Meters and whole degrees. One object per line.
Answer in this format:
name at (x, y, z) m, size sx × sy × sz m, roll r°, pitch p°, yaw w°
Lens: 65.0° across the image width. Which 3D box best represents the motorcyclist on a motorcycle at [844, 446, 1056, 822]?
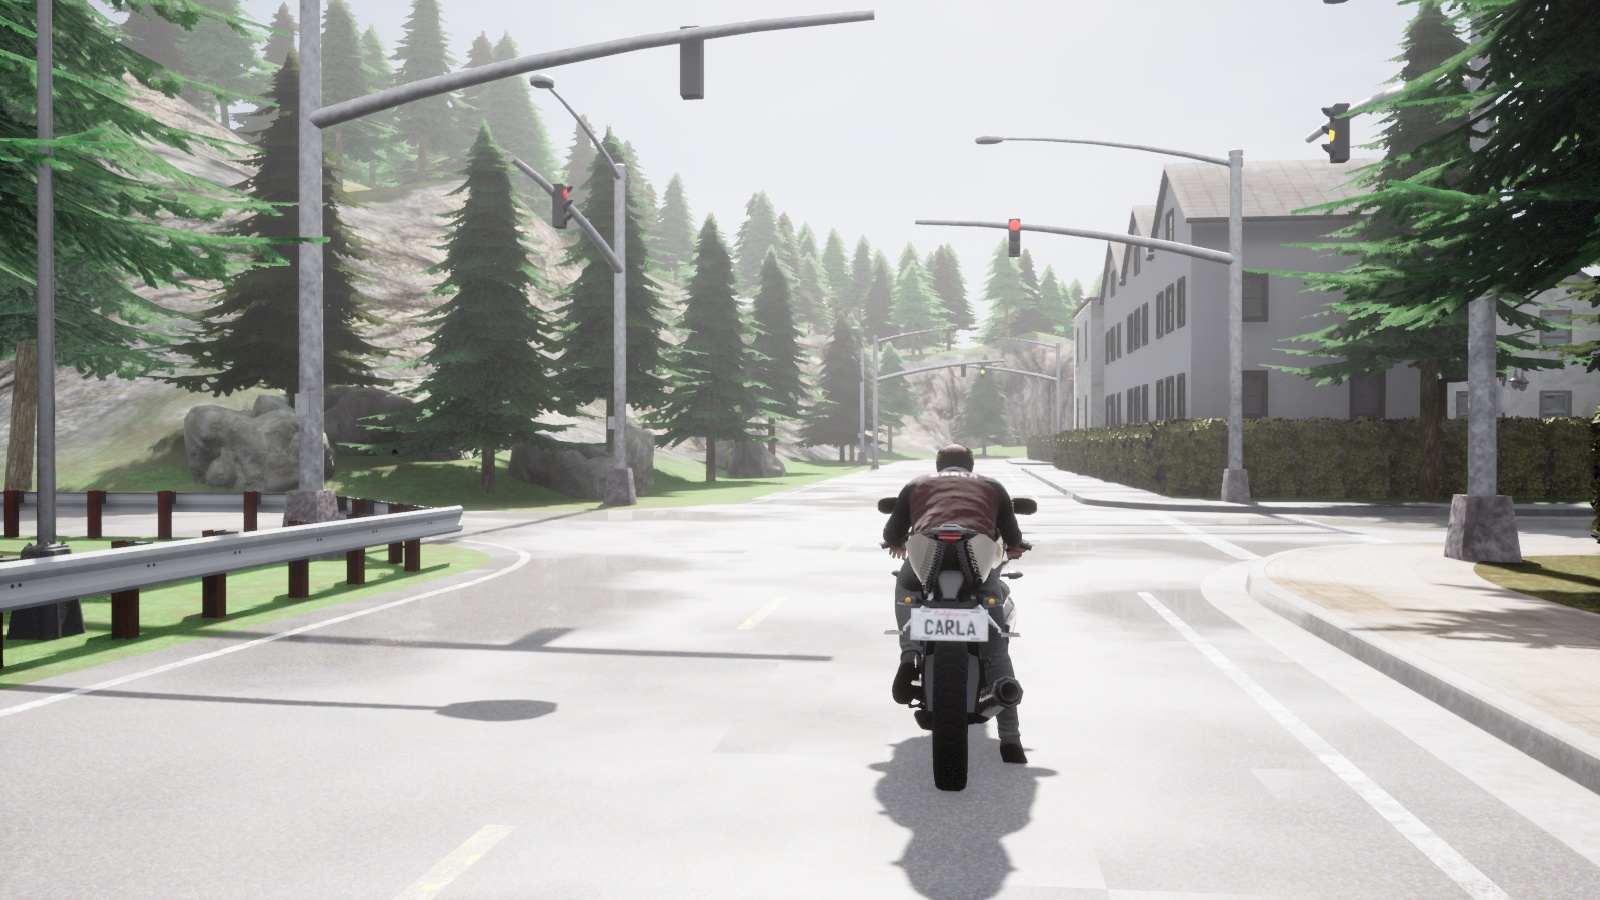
motorcyclist on a motorcycle at (0.770, 0.747, 6.268) m, size 0.866 × 1.530 × 2.191 m, roll 0°, pitch 0°, yaw 8°
